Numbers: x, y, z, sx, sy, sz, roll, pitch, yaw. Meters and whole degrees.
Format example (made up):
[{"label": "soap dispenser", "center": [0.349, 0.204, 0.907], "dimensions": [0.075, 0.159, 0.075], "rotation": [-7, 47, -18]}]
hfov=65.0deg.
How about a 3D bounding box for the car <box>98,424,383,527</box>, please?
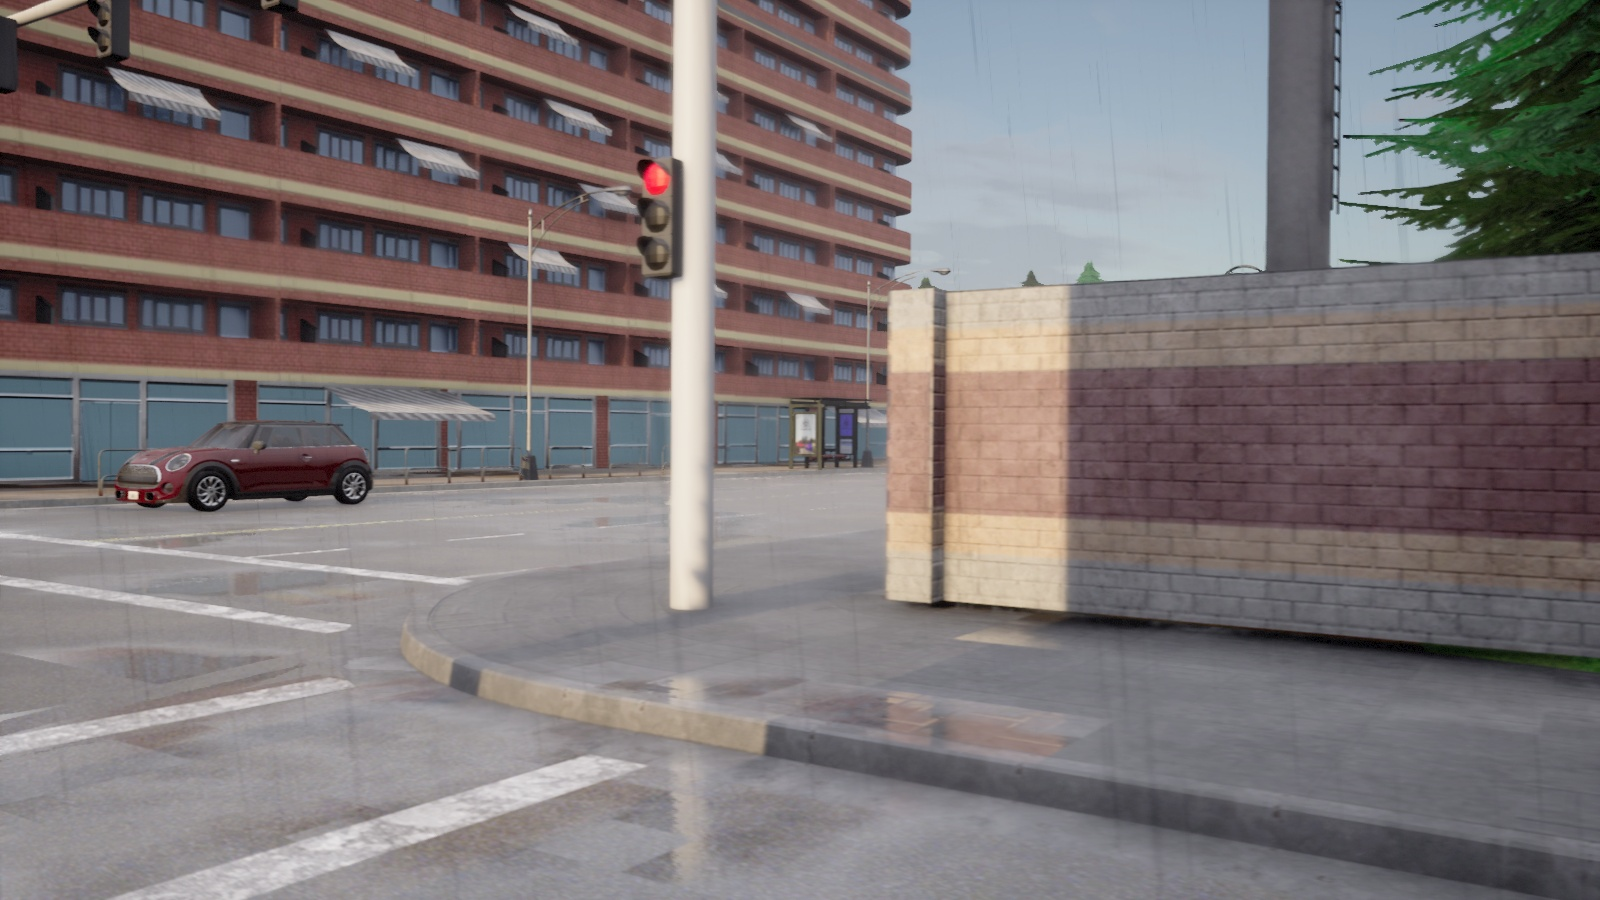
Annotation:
[{"label": "car", "center": [-10.558, 0.397, 24.046], "dimensions": [2.097, 1.767, 4.553], "rotation": [0, 1, 33]}]
